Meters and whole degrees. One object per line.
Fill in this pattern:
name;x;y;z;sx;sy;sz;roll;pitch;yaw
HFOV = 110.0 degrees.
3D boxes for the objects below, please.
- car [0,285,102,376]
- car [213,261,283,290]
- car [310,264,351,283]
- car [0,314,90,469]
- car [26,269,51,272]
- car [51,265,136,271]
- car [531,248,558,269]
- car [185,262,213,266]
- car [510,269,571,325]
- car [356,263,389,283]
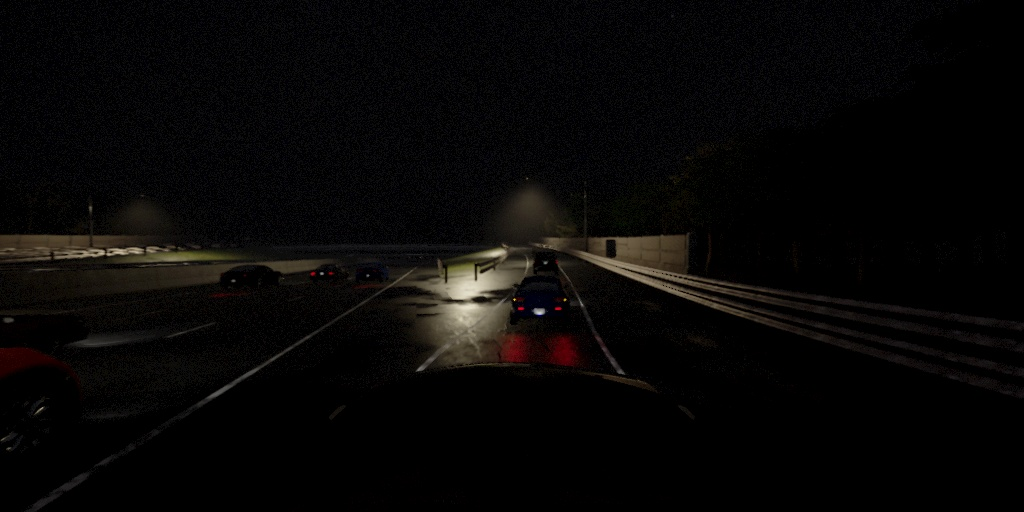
car;-9.546;1.349;5.122;2.033;1.411;5.357;0;0;-12
car;-16.944;1.304;23.589;1.882;1.535;5.008;0;0;-12
car;-14.447;1.335;28.749;2.033;1.411;5.357;0;0;-12
car;-5.417;1.129;1.903;2.097;1.767;4.553;0;0;-12
car;-31.501;1.512;23.849;1.895;1.301;4.718;0;0;-12
car;-28.150;1.392;24.917;1.837;1.490;4.892;0;0;-12
car;3.003;0.555;32.368;2.150;2.045;5.566;-1;2;5
car;-34.839;1.356;39.718;2.033;1.411;5.357;0;0;-12
car;0.997;1.360;12.256;1.812;1.442;4.674;-1;0;6
car;-10.844;1.249;28.129;1.882;1.535;5.008;0;0;-12
